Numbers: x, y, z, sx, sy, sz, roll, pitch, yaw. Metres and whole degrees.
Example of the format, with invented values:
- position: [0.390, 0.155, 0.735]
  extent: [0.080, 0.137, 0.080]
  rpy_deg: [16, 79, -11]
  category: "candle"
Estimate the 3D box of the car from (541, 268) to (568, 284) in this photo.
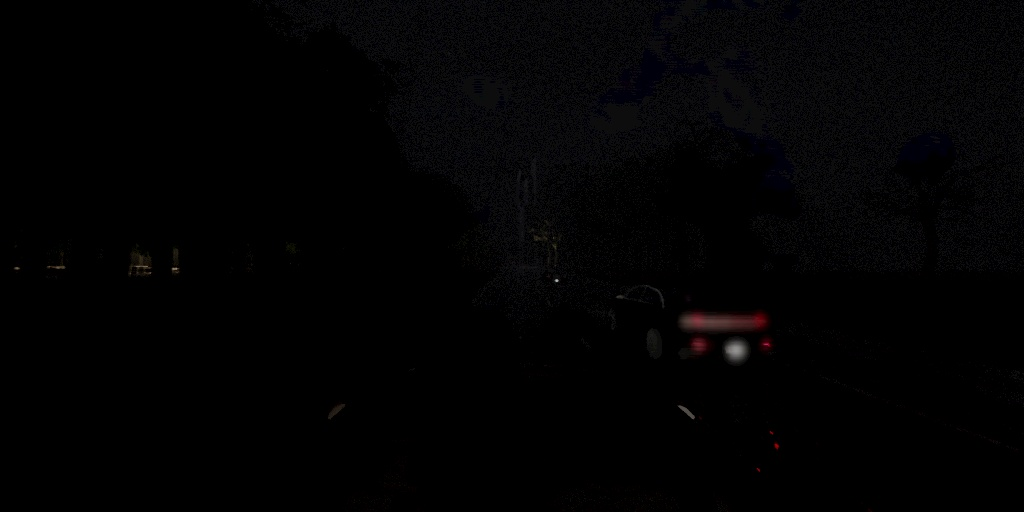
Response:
- position: [3.587, 1.707, 30.916]
  extent: [1.895, 1.301, 4.718]
  rpy_deg: [0, -1, 0]
  category: "car"

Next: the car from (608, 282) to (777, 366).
- position: [3.585, 1.321, 8.158]
  extent: [2.128, 1.511, 4.902]
  rpy_deg: [0, -1, 0]
  category: "car"
